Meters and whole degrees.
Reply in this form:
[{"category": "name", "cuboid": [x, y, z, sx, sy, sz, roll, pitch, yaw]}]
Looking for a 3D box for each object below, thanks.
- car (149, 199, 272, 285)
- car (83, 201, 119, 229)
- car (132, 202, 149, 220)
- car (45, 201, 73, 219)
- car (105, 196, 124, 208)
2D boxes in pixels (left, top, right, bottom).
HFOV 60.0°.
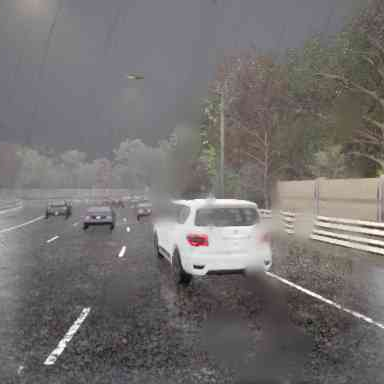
[{"category": "car", "cuboid": [0.270, 1.219, 9.806, 2.150, 2.045, 5.566, 0, 0, -15]}, {"category": "car", "cuboid": [-5.972, 1.547, 21.739, 2.033, 1.411, 5.357, 0, 0, -12]}, {"category": "car", "cuboid": [-4.094, 1.547, 28.664, 2.033, 1.411, 5.357, 0, 0, -16]}, {"category": "car", "cuboid": [-11.489, 1.491, 28.908, 2.128, 1.511, 4.902, 0, 0, -16]}, {"category": "car", "cuboid": [-11.172, 1.351, 47.247, 2.097, 1.767, 4.553, 0, 0, -26]}]
